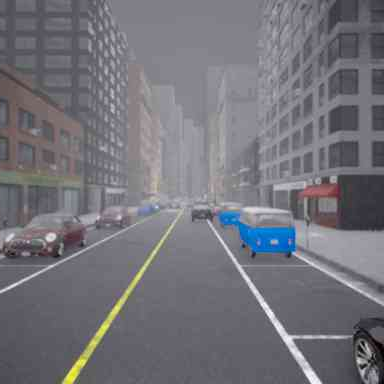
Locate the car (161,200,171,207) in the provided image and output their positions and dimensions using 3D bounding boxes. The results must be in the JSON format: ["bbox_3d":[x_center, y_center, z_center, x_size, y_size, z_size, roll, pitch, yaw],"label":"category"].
[{"bbox_3d":[-5.688,2.564,73.869,1.947,1.339,4.313,0,-1,0],"label":"car"}]

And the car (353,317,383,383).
[{"bbox_3d":[2.855,1.599,2.360,1.947,1.339,4.313,0,-1,0],"label":"car"}]

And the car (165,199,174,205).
[{"bbox_3d":[-5.691,2.591,84.873,1.967,1.590,4.097,0,-1,0],"label":"car"}]

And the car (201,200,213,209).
[{"bbox_3d":[2.840,2.287,62.871,1.967,1.590,4.097,0,-1,0],"label":"car"}]

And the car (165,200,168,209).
[{"bbox_3d":[-5.684,2.337,57.367,1.947,1.339,4.313,0,-1,0],"label":"car"}]

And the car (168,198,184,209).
[{"bbox_3d":[-3.061,2.280,58.696,2.128,1.511,4.902,0,-1,1],"label":"car"}]

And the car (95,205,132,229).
[{"bbox_3d":[-5.676,1.768,24.364,1.967,1.590,4.097,0,-1,0],"label":"car"}]

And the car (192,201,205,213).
[{"bbox_3d":[0.888,2.089,47.231,1.801,1.575,5.366,0,-1,0],"label":"car"}]

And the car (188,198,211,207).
[{"bbox_3d":[0.890,1.901,41.013,2.097,1.767,4.553,0,-1,0],"label":"car"}]

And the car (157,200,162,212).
[{"bbox_3d":[-5.681,2.173,46.365,2.008,1.369,4.403,0,-1,0],"label":"car"}]

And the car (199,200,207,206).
[{"bbox_3d":[2.835,2.716,84.873,1.947,1.339,4.313,0,-1,0],"label":"car"}]

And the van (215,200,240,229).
[{"bbox_3d":[2.849,1.669,24.367,1.690,1.788,3.998,0,-1,0],"label":"van"}]

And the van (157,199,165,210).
[{"bbox_3d":[-5.683,2.038,51.869,1.690,1.788,3.998,0,-1,0],"label":"van"}]

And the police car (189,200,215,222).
[{"bbox_3d":[0.892,1.844,31.153,1.930,1.638,5.238,0,-1,0],"label":"police car"}]

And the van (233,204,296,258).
[{"bbox_3d":[2.852,1.522,13.365,1.690,1.788,3.998,0,-1,0],"label":"van"}]

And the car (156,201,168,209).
[{"bbox_3d":[-5.685,2.429,62.868,1.802,1.307,4.206,0,-1,0],"label":"car"}]

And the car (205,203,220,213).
[{"bbox_3d":[2.845,2.204,46.367,1.802,1.307,4.206,0,-1,0],"label":"car"}]

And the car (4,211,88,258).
[{"bbox_3d":[-5.673,1.621,13.362,1.967,1.590,4.097,0,-1,0],"label":"car"}]

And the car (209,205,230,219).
[{"bbox_3d":[2.847,2.057,35.365,1.802,1.307,4.206,0,-1,0],"label":"car"}]

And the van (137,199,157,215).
[{"bbox_3d":[-5.680,1.889,40.868,1.690,1.788,3.998,0,-1,0],"label":"van"}]

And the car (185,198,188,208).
[{"bbox_3d":[-0.016,2.460,66.275,1.994,1.385,4.181,0,-1,0],"label":"car"}]

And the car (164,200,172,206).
[{"bbox_3d":[-5.689,2.656,79.370,1.802,1.307,4.206,0,-1,0],"label":"car"}]
